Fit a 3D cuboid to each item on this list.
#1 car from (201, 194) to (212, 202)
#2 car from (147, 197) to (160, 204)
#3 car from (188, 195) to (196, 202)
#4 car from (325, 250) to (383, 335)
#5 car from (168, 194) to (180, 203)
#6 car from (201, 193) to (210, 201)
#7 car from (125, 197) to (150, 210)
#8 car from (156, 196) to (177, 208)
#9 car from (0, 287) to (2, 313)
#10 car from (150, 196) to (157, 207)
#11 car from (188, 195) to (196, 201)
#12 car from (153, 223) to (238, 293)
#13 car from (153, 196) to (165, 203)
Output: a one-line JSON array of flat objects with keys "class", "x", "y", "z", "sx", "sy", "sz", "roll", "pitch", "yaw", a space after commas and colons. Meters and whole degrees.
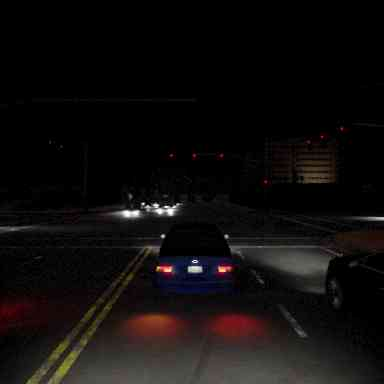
[{"class": "car", "x": 3.407, "y": 1.344, "z": 74.756, "sx": 2.097, "sy": 1.767, "sz": 4.553, "roll": 0, "pitch": 0, "yaw": 0}, {"class": "car", "x": -7.136, "y": 1.601, "z": 62.298, "sx": 1.895, "sy": 1.301, "sz": 4.718, "roll": 0, "pitch": 0, "yaw": 0}, {"class": "car", "x": -0.092, "y": 1.531, "z": 74.462, "sx": 2.033, "sy": 1.411, "sz": 5.357, "roll": 0, "pitch": 0, "yaw": 0}, {"class": "car", "x": 3.557, "y": 1.491, "z": 4.721, "sx": 2.128, "sy": 1.511, "sz": 4.902, "roll": 0, "pitch": 0, "yaw": 0}, {"class": "car", "x": -3.653, "y": 1.491, "z": 56.968, "sx": 2.128, "sy": 1.511, "sz": 4.902, "roll": 0, "pitch": 0, "yaw": 0}, {"class": "car", "x": 3.395, "y": 1.228, "z": 84.712, "sx": 2.097, "sy": 1.767, "sz": 4.553, "roll": 0, "pitch": 0, "yaw": 0}, {"class": "car", "x": -7.194, "y": 1.491, "z": 42.628, "sx": 2.128, "sy": 1.511, "sz": 4.902, "roll": 0, "pitch": 0, "yaw": 2}, {"class": "car", "x": -3.649, "y": 1.601, "z": 47.643, "sx": 1.895, "sy": 1.301, "sz": 4.718, "roll": 0, "pitch": 0, "yaw": 0}, {"class": "car", "x": -3.612, "y": 1.504, "z": 2.782, "sx": 1.837, "sy": 1.490, "sz": 4.892, "roll": 0, "pitch": 0, "yaw": 0}, {"class": "car", "x": -7.157, "y": 1.547, "z": 52.377, "sx": 2.033, "sy": 1.411, "sz": 5.357, "roll": 0, "pitch": 0, "yaw": 0}, {"class": "car", "x": -0.105, "y": 1.425, "z": 84.736, "sx": 1.994, "sy": 1.385, "sz": 4.181, "roll": 0, "pitch": 0, "yaw": 0}, {"class": "car", "x": 0.072, "y": 1.547, "z": 8.962, "sx": 2.033, "sy": 1.411, "sz": 5.357, "roll": 0, "pitch": 0, "yaw": 0}, {"class": "car", "x": -7.090, "y": 1.540, "z": 72.599, "sx": 2.033, "sy": 1.411, "sz": 5.357, "roll": 0, "pitch": 0, "yaw": 0}]
